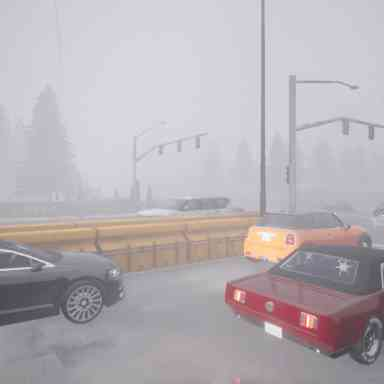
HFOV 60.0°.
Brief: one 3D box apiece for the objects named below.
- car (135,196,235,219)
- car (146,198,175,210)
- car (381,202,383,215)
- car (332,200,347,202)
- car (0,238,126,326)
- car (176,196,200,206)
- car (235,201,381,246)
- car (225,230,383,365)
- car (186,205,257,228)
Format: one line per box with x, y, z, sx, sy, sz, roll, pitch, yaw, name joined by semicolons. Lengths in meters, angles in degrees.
-0.217;1.223;16.731;5.566;2.045;2.150;0;0;-36;car
-4.253;1.564;43.979;1.994;1.385;4.181;0;0;-36;car
18.113;1.526;29.849;4.674;1.442;1.812;0;0;-36;car
16.267;1.564;37.130;4.181;1.385;1.994;0;0;-36;car
-3.543;1.492;5.511;4.902;1.511;2.128;0;0;-36;car
-0.803;1.526;57.433;1.812;1.442;4.674;0;0;-35;car
3.870;1.352;10.817;4.553;1.767;2.097;0;0;-36;car
2.922;1.601;5.837;4.718;1.301;1.895;0;0;-36;car
2.074;1.601;22.687;4.718;1.301;1.895;0;0;-36;car
